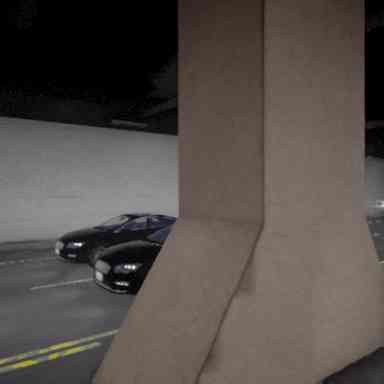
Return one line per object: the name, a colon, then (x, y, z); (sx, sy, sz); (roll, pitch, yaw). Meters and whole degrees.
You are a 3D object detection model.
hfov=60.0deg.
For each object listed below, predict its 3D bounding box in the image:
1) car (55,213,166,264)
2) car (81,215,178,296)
car: (-1.952, 1.474, 11.196); (4.902, 1.511, 2.128); (0, 0, -35)
car: (0.069, 1.474, 8.339); (4.902, 1.511, 2.128); (0, 0, -35)
